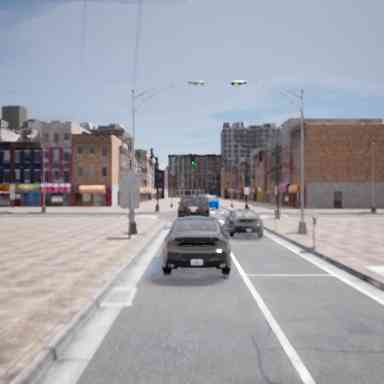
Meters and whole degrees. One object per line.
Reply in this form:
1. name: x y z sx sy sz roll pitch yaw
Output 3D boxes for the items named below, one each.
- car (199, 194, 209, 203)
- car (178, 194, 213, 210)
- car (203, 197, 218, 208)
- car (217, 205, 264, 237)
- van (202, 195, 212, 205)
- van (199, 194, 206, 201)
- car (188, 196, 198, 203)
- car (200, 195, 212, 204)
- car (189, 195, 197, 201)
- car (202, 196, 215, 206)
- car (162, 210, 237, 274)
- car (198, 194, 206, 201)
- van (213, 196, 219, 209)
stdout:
1. car: 2.841 1.491 77.703 2.192 1.841 5.009 0 0 0
2. car: 0.152 1.258 23.825 2.150 2.045 5.566 0 0 1
3. car: 2.769 1.537 50.325 1.967 1.590 4.097 0 0 0
4. car: 2.684 1.573 17.847 2.008 1.369 4.403 0 0 0
5. van: 2.798 1.467 61.276 1.690 1.788 3.998 0 0 0
6. van: 2.871 1.550 88.653 1.690 1.788 3.998 0 0 0
7. car: 0.199 1.698 74.894 2.033 1.411 5.357 0 0 0
8. car: 2.811 1.458 66.750 2.192 1.841 5.009 0 0 0
9. car: 0.227 1.531 85.315 1.837 1.490 4.892 0 0 0
10. car: 2.784 1.551 55.801 1.967 1.590 4.097 0 0 0
11. car: 0.129 1.511 10.534 1.837 1.490 4.892 0 -1 0
12. car: 2.885 1.540 94.128 2.192 1.841 5.009 0 0 0
13. van: 2.754 1.423 44.850 1.690 1.788 3.998 0 0 0
